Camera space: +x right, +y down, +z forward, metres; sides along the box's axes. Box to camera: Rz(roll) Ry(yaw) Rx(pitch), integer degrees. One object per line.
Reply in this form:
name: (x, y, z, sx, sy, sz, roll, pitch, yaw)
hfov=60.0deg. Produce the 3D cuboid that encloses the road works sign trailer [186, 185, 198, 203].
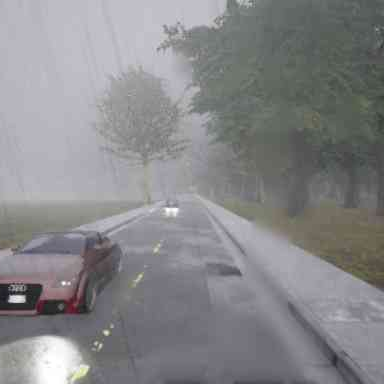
road works sign trailer: (-0.032, 0.401, 66.062, 2.380, 3.560, 2.880, 0, 0, 0)

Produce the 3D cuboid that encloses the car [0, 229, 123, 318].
car: (-2.854, 1.558, 7.421, 1.994, 1.385, 4.181, 0, 0, 0)

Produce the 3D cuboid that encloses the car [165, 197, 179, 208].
car: (-2.853, 1.446, 48.010, 2.128, 1.511, 4.902, 0, 0, 0)
